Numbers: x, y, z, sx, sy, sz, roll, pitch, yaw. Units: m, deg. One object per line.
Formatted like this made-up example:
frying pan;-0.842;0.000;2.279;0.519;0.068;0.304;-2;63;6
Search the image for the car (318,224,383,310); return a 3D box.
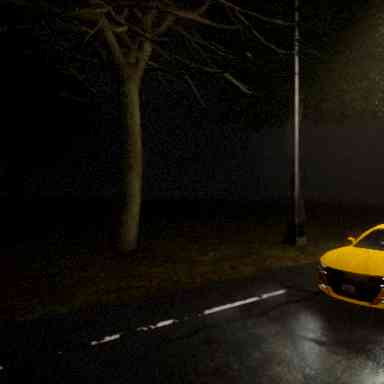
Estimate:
car;4.865;1.476;7.513;5.008;1.535;1.882;0;0;-36
